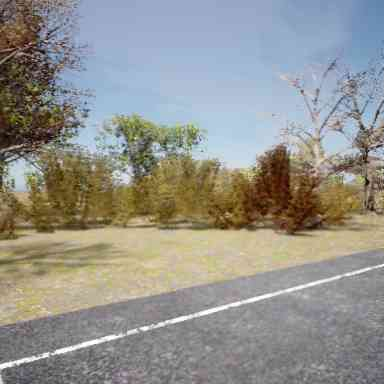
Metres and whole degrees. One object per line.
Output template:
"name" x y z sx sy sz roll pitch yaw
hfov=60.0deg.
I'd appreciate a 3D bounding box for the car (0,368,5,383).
"car" -3.514 1.526 1.489 4.674 1.442 1.812 0 0 -36
